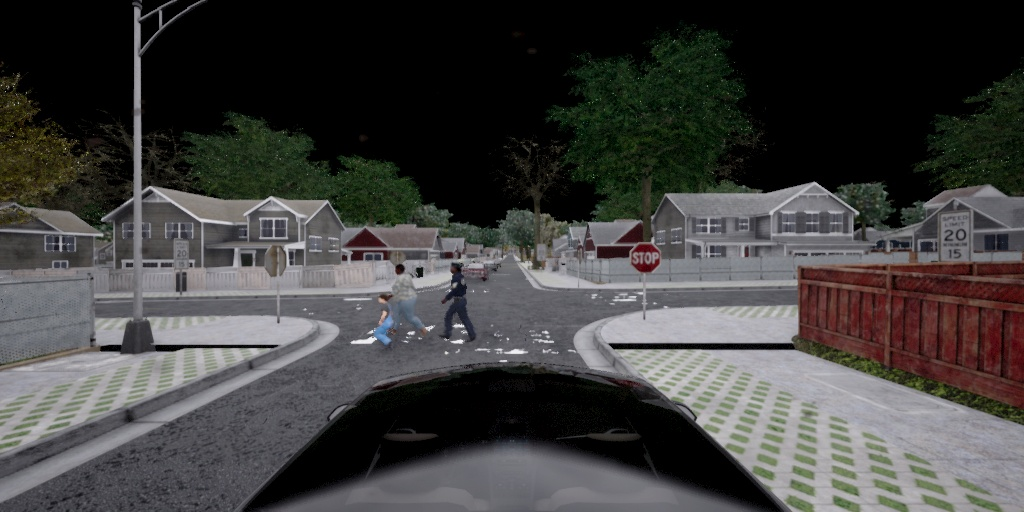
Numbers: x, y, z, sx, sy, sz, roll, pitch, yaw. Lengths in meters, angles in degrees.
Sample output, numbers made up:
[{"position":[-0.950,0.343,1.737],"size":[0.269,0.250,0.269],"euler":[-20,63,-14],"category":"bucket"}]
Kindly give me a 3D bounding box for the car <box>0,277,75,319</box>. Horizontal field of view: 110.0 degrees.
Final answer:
[{"position":[-19.620,1.568,13.618],"size":[4.892,1.490,1.837],"euler":[-1,0,-1],"category":"car"}]

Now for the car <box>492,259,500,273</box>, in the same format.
[{"position":[-2.851,1.271,44.670],"size":[1.812,1.442,4.674],"euler":[0,0,0],"category":"car"}]

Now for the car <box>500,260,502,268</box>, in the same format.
[{"position":[-2.765,1.258,63.040],"size":[1.837,1.490,4.892],"euler":[0,0,0],"category":"car"}]

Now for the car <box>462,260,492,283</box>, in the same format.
[{"position":[-2.852,1.274,28.469],"size":[1.812,1.442,4.674],"euler":[0,0,0],"category":"car"}]

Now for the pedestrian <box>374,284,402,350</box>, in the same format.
[{"position":[-2.644,1.324,7.602],"size":[0.375,1.300,0.375],"euler":[0,0,0],"category":"pedestrian"}]

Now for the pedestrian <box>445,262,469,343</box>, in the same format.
[{"position":[-1.250,1.044,8.201],"size":[0.375,1.860,0.375],"euler":[0,0,0],"category":"pedestrian"}]

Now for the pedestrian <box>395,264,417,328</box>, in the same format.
[{"position":[-2.647,1.044,8.802],"size":[0.375,1.860,0.375],"euler":[0,0,0],"category":"pedestrian"}]
